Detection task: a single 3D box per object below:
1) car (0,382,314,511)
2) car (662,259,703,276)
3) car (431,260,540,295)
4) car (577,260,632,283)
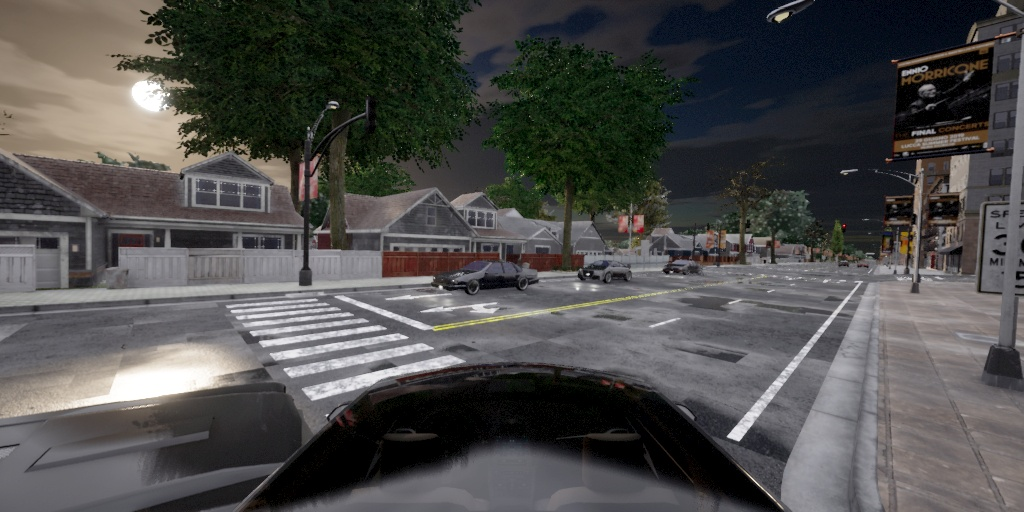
[{"bbox_3d":[-3.307,1.295,1.227,4.718,1.301,1.895,1,2,-34],"label":"car"},{"bbox_3d":[15.727,1.023,32.829,5.357,1.411,2.033,1,2,-44],"label":"car"},{"bbox_3d":[-1.017,0.901,16.587,5.357,1.411,2.033,0,2,-44],"label":"car"},{"bbox_3d":[6.135,0.968,23.546,4.181,1.385,1.994,0,2,-44],"label":"car"}]
